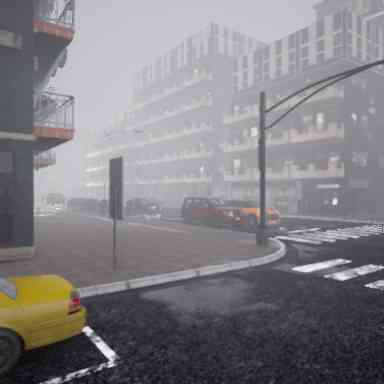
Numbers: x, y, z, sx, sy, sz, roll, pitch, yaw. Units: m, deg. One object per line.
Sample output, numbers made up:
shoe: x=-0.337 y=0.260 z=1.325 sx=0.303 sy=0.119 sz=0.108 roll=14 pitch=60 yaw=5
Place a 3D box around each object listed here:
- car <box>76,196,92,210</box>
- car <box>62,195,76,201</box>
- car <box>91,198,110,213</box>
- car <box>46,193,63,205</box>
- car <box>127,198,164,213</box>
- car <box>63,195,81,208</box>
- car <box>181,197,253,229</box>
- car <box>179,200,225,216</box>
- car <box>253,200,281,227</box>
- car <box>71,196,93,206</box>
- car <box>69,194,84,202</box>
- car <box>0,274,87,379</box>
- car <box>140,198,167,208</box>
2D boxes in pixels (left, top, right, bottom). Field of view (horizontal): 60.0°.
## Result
car: x=-12.050 y=1.442 z=40.013 sx=1.947 sy=1.339 sz=4.313 roll=0 pitch=0 yaw=-36
car: x=-28.494 y=1.366 z=77.052 sx=2.008 sy=1.369 sz=4.403 roll=0 pitch=0 yaw=-36
car: x=-8.730 y=1.435 z=35.422 sx=1.887 sy=1.381 sz=4.507 roll=0 pitch=0 yaw=-36
car: x=-22.008 y=1.154 z=53.782 sx=2.192 sy=1.841 sz=5.009 roll=0 pitch=0 yaw=-36
car: x=-5.191 y=1.385 z=34.948 sx=2.128 sy=1.511 sz=4.902 roll=0 pitch=0 yaw=-36
car: x=-15.370 y=1.428 z=44.604 sx=1.947 sy=1.339 sz=4.313 roll=0 pitch=0 yaw=-36
car: x=1.229 y=1.254 z=21.652 sx=2.192 sy=1.841 sz=5.009 roll=0 pitch=0 yaw=-36
car: x=0.885 y=1.508 z=32.023 sx=1.895 sy=1.301 sz=4.718 roll=0 pitch=0 yaw=-36
car: x=3.788 y=1.291 z=22.474 sx=2.097 sy=1.767 sz=4.553 roll=0 pitch=0 yaw=-35
car: x=-17.031 y=1.417 z=51.486 sx=1.994 sy=1.385 sz=4.181 roll=0 pitch=0 yaw=-36
car: x=-25.176 y=1.256 z=72.464 sx=1.967 sy=1.590 sz=4.097 roll=0 pitch=0 yaw=-36
car: x=-3.783 y=1.527 z=3.862 sx=4.829 sy=1.417 sz=1.752 roll=0 pitch=0 yaw=-35
car: x=-5.260 y=1.450 z=44.925 sx=1.802 sy=1.307 sz=4.206 roll=0 pitch=0 yaw=-36
